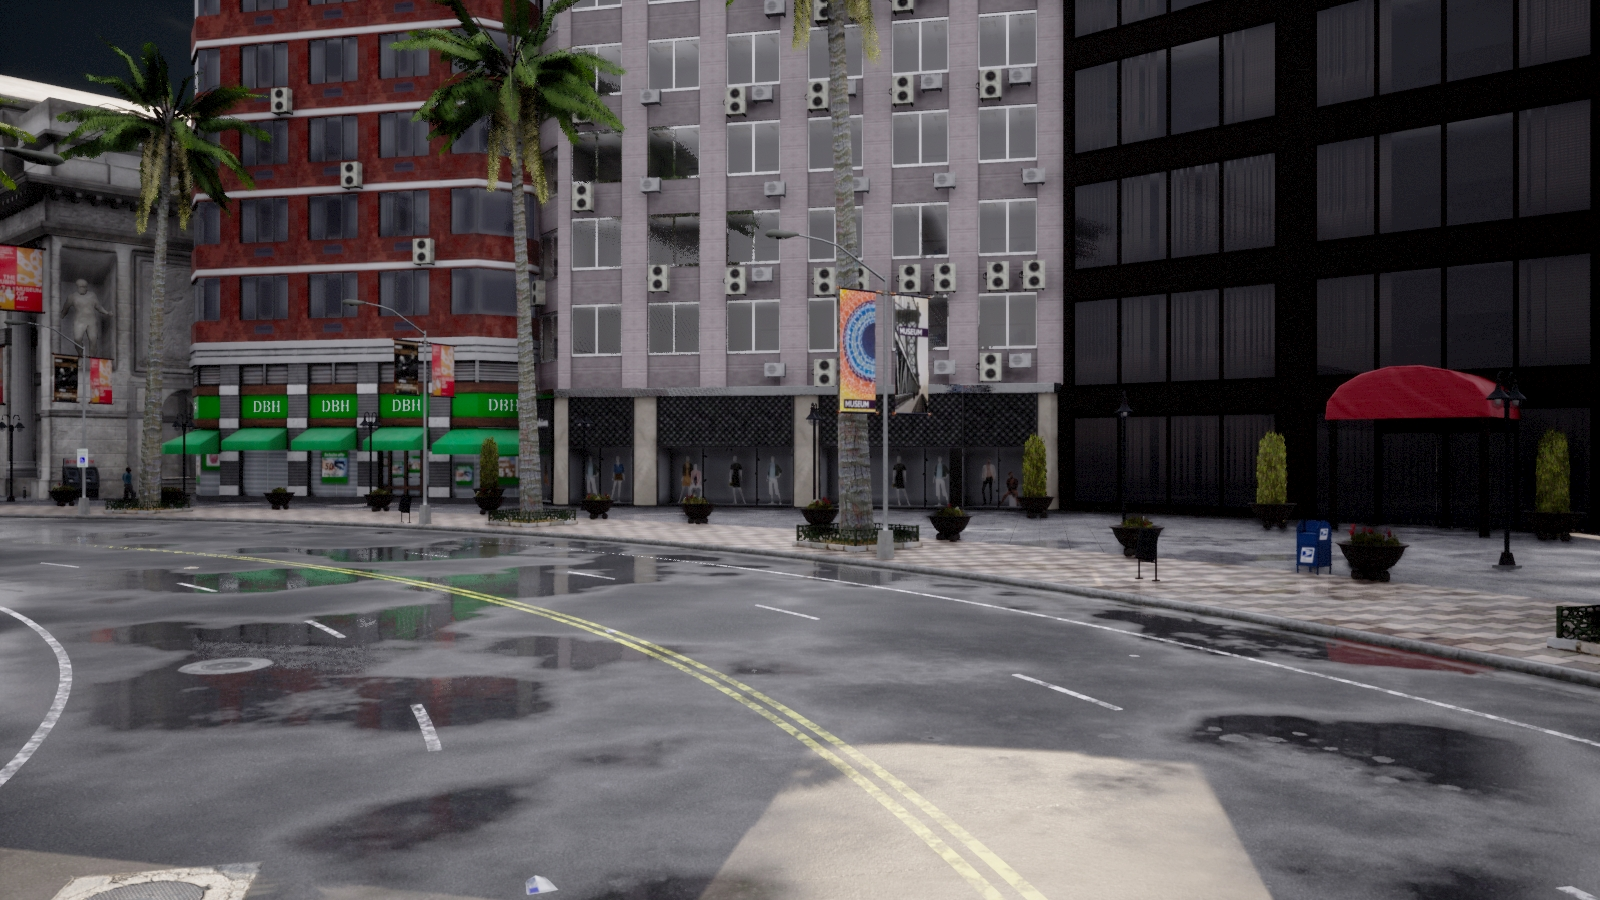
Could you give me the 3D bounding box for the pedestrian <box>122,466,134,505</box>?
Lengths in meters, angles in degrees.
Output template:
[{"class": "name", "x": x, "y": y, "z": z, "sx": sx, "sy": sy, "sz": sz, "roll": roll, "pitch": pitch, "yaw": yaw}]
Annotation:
[{"class": "pedestrian", "x": -32.151, "y": 1.703, "z": 54.662, "sx": 0.375, "sy": 1.860, "sz": 0.375, "roll": 0, "pitch": 0, "yaw": 12}]
